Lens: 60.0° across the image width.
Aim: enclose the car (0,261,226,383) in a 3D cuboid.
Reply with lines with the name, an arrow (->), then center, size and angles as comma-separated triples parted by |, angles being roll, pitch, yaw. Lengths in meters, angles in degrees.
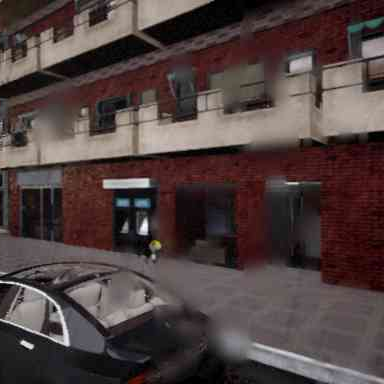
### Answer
car -> -1.709, 1.562, 4.095 | 4.403, 1.369, 2.008 | 0, 0, 36
